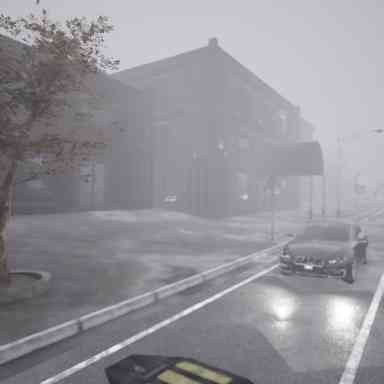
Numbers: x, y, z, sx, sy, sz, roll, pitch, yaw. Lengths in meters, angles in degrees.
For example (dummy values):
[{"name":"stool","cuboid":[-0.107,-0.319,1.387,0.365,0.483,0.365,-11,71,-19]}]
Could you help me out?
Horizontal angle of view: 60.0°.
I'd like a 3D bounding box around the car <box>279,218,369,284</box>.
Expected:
[{"name":"car","cuboid":[4.203,1.617,10.201,1.837,1.490,4.892,-1,-1,34]}]
